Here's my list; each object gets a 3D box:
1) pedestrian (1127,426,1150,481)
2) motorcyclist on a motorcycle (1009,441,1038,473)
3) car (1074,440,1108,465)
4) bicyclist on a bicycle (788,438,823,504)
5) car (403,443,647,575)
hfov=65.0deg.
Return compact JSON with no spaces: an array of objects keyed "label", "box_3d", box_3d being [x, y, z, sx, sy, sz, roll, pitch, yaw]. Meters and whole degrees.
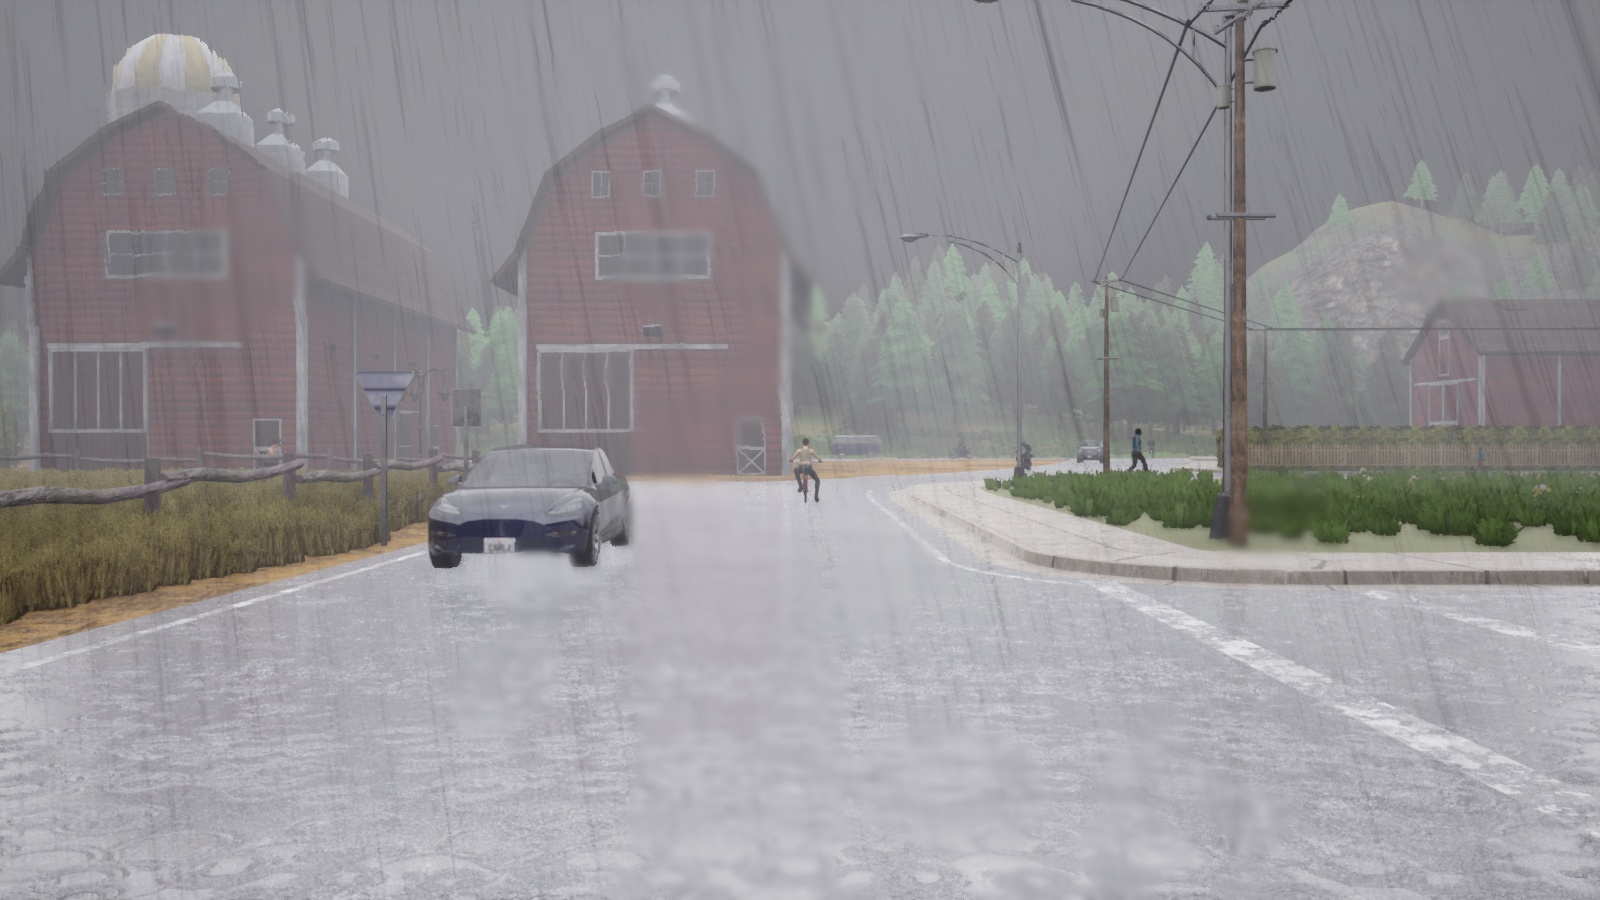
[{"label":"pedestrian","box_3d":[11.953,0.119,44.310,0.692,1.930,0.396,0,0,-7]},{"label":"motorcyclist on a motorcycle","box_3d":[10.979,0.341,61.638,0.866,1.530,2.191,1,1,25]},{"label":"car","box_3d":[18.734,0.141,80.774,1.845,1.501,3.633,0,1,17]},{"label":"bicyclist on a bicycle","box_3d":[0.138,0.505,31.562,0.866,1.612,1.509,0,0,0]},{"label":"car","box_3d":[-3.394,0.650,16.569,2.163,1.488,4.792,0,0,0]}]
